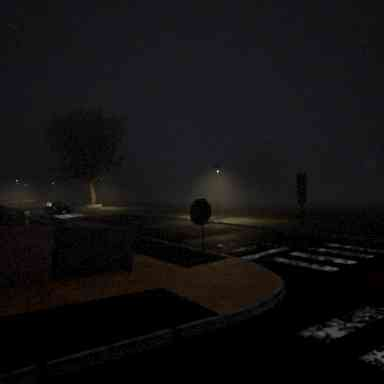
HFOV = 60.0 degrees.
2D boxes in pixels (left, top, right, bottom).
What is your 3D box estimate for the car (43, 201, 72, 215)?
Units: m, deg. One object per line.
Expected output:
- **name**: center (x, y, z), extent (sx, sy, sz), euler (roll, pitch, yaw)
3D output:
- **car**: center (-14.799, 1.670, 36.321), extent (2.033, 1.411, 5.357), euler (-4, 2, -37)
